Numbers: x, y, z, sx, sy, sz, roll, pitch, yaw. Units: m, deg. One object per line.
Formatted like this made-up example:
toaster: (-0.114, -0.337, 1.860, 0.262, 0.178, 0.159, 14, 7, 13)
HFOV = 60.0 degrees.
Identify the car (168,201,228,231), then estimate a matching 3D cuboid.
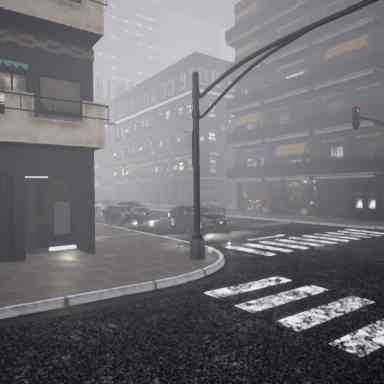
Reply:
car: (0.268, 1.534, 21.209, 1.837, 1.490, 4.892, -1, 1, -36)

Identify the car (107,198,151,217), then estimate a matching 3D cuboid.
car: (-5.300, 1.540, 28.887, 1.837, 1.490, 4.892, -1, 1, -36)

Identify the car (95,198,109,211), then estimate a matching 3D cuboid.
car: (-11.347, 1.568, 37.244, 1.812, 1.442, 4.674, -1, 1, -36)

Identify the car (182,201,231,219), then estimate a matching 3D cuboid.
car: (1.198, 1.512, 29.152, 2.008, 1.369, 4.403, -1, 1, -36)

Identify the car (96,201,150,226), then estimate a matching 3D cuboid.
car: (-5.182, 1.632, 24.527, 1.947, 1.339, 4.313, -1, 1, -36)
